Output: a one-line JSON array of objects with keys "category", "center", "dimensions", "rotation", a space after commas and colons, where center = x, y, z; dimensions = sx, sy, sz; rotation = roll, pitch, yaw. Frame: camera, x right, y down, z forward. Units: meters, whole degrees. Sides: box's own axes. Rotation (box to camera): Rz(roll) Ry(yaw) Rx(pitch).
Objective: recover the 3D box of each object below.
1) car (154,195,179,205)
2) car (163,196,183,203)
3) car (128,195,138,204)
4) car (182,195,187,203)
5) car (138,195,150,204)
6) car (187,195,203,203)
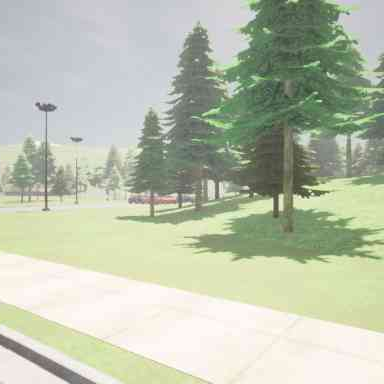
[{"category": "car", "center": [-4.525, 1.352, 59.372], "dimensions": [2.097, 1.767, 4.553], "rotation": [0, 0, 37]}, {"category": "car", "center": [-4.092, 1.554, 71.876], "dimensions": [1.994, 1.385, 4.181], "rotation": [0, 0, 36]}, {"category": "car", "center": [-9.988, 1.352, 63.682], "dimensions": [2.097, 1.767, 4.553], "rotation": [0, 0, 37]}, {"category": "car", "center": [-1.578, 1.352, 69.406], "dimensions": [2.097, 1.767, 4.553], "rotation": [0, 0, 36]}, {"category": "car", "center": [-7.226, 1.352, 61.608], "dimensions": [2.097, 1.767, 4.553], "rotation": [0, 0, 37]}, {"category": "car", "center": [1.509, 1.564, 67.696], "dimensions": [1.994, 1.385, 4.181], "rotation": [0, 0, 36]}]
